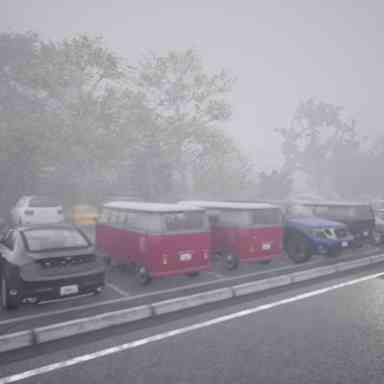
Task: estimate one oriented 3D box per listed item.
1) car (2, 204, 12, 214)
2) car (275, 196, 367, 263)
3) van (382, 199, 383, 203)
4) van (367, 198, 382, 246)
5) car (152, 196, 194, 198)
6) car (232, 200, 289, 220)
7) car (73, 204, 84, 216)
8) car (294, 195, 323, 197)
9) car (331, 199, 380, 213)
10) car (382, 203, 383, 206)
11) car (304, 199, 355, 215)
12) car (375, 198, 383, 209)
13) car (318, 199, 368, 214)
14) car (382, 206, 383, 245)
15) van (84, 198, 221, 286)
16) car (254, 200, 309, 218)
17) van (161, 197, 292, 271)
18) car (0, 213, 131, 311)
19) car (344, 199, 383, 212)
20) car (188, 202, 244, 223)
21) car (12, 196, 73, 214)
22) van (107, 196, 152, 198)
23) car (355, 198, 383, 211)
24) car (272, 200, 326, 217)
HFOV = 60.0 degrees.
[{"bbox_3d":[-11.588,1.520,18.305,2.163,1.488,4.792,1,0,-36],"label":"car"},{"bbox_3d":[3.251,1.305,12.830,2.435,2.045,5.566,1,0,-36],"label":"car"},{"bbox_3d":[14.576,1.394,21.097,1.878,1.987,4.442,0,0,-36],"label":"van"},{"bbox_3d":[5.445,1.351,14.576,1.878,1.987,4.442,0,0,-36],"label":"van"},{"bbox_3d":[-2.585,1.322,24.805,2.435,2.045,5.566,1,0,-36],"label":"car"},{"bbox_3d":[6.361,1.616,31.386,1.946,1.575,5.366,0,0,-36],"label":"car"},{"bbox_3d":[-7.195,1.529,21.706,1.946,1.575,5.366,1,0,-36],"label":"car"},{"bbox_3d":[13.264,1.371,36.054,2.435,2.045,5.566,0,0,-36],"label":"car"},{"bbox_3d":[20.020,1.620,40.922,2.231,1.521,4.892,0,0,-36],"label":"car"},{"bbox_3d":[12.346,1.645,19.397,2.163,1.488,4.792,0,0,-36],"label":"car"},{"bbox_3d":[15.503,1.621,37.695,2.097,1.535,5.008,0,0,-36],"label":"car"},{"bbox_3d":[29.075,1.644,47.346,2.163,1.488,4.792,0,0,-36],"label":"car"},{"bbox_3d":[17.762,1.620,39.308,2.097,1.535,5.008,0,0,-36],"label":"car"},{"bbox_3d":[7.793,1.592,16.117,2.231,1.521,4.892,0,0,-36],"label":"car"},{"bbox_3d":[-1.397,1.289,9.689,1.878,1.987,4.442,1,0,-36],"label":"van"},{"bbox_3d":[8.732,1.622,32.846,2.097,1.535,5.008,0,0,-36],"label":"car"},{"bbox_3d":[0.885,1.310,11.318,1.878,1.987,4.442,1,0,-36],"label":"van"},{"bbox_3d":[-3.608,1.495,7.958,2.231,1.521,4.892,1,0,-36],"label":"car"},{"bbox_3d":[22.265,1.647,42.554,2.163,1.488,4.792,0,0,-36],"label":"car"},{"bbox_3d":[1.931,1.632,28.031,2.163,1.488,4.792,0,0,-36],"label":"car"},{"bbox_3d":[-9.361,1.260,19.966,2.435,2.045,5.566,1,0,-36],"label":"car"},{"bbox_3d":[-4.895,1.327,23.263,1.878,1.987,4.442,1,0,-36],"label":"van"},{"bbox_3d":[24.648,1.614,43.992,1.946,1.575,5.366,0,0,-36],"label":"car"},{"bbox_3d":[10.993,1.625,34.460,2.231,1.521,4.892,0,0,-36],"label":"car"}]
